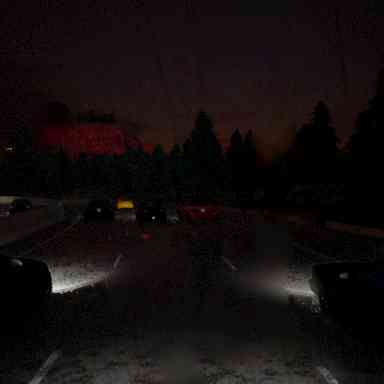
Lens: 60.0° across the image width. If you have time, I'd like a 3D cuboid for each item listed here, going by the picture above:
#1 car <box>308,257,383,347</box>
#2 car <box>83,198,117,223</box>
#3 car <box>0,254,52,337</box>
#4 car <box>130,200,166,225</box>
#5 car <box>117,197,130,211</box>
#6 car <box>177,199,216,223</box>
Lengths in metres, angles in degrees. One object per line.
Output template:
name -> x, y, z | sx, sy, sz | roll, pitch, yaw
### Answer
car -> 3.381, 1.529, 4.267 | 2.033, 1.411, 5.357 | 0, 0, -3
car -> -6.954, 1.309, 25.045 | 2.097, 1.767, 4.553 | 0, 0, -14
car -> -3.750, 1.560, 5.090 | 1.994, 1.385, 4.181 | 0, 0, -3
car -> -3.040, 1.444, 23.792 | 2.128, 1.511, 4.902 | 0, 0, -13
car -> -8.515, 1.402, 40.357 | 1.882, 1.535, 5.008 | 0, 0, -23
car -> 0.243, 1.292, 25.022 | 2.097, 1.767, 4.553 | 0, 0, -14
